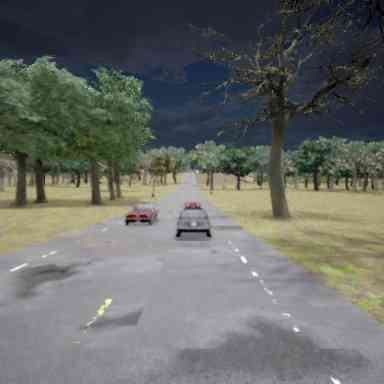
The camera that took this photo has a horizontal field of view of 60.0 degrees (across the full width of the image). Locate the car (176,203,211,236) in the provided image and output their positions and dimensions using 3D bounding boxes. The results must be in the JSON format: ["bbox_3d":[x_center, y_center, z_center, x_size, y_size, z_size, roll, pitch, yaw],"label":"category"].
[{"bbox_3d":[0.082,1.581,18.534,2.033,1.411,5.357,0,0,0],"label":"car"}]

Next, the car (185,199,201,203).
[{"bbox_3d":[0.108,1.439,40.220,1.895,1.301,4.718,0,1,0],"label":"car"}]

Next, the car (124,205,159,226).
[{"bbox_3d":[-3.543,1.610,23.927,1.895,1.301,4.718,0,0,0],"label":"car"}]
